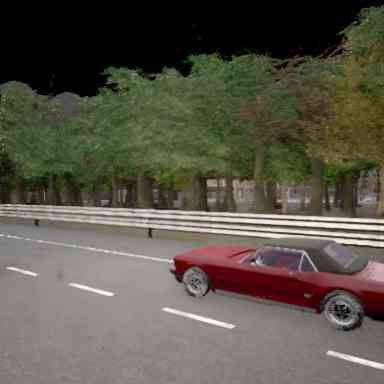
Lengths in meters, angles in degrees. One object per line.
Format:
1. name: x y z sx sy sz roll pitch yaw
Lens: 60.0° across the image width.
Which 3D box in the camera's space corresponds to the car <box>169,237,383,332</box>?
1. car: 1.827 1.602 6.864 4.718 1.301 1.895 0 0 36
